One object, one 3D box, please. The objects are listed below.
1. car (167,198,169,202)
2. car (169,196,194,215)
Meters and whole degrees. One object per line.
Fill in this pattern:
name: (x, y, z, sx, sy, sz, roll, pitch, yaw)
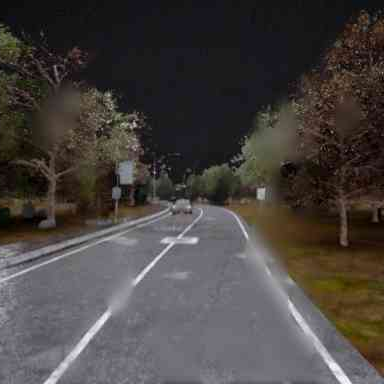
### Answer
car: (-4.482, 1.716, 76.487, 2.033, 1.411, 5.357, 1, 0, -12)
car: (-0.947, 1.543, 35.947, 2.097, 1.767, 4.553, 0, 0, 3)
